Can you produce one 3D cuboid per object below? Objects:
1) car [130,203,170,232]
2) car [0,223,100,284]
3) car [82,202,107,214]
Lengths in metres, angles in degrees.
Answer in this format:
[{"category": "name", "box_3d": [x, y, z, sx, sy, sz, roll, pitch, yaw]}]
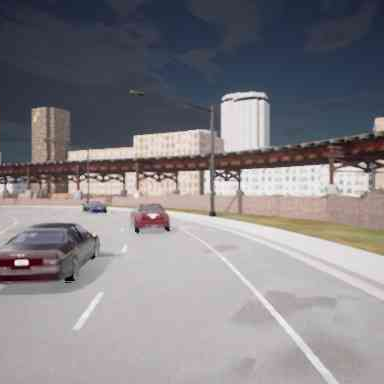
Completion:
[{"category": "car", "box_3d": [-2.790, 1.472, 21.217, 2.097, 1.767, 4.553, -1, 0, -15]}, {"category": "car", "box_3d": [-4.039, 1.623, 9.834, 2.033, 1.411, 5.357, 0, 0, -6]}, {"category": "car", "box_3d": [-11.740, 1.844, 39.887, 1.994, 1.385, 4.181, -1, 0, -35]}]
